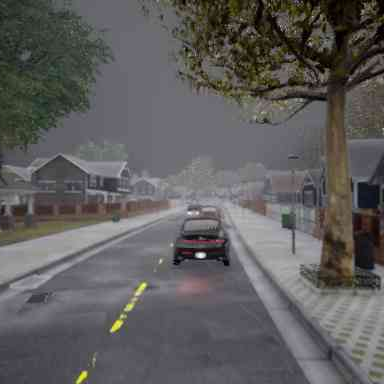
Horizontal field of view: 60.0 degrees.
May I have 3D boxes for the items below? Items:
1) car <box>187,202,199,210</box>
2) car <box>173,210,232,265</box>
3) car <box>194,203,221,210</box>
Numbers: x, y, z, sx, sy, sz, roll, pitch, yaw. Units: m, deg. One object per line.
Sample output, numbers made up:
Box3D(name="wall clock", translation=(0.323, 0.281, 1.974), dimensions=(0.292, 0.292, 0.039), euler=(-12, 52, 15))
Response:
Box3D(name="car", translation=(0.383, 2.189, 48.806), dimensions=(2.033, 1.411, 5.357), euler=(0, -1, 5))
Box3D(name="car", translation=(0.403, 1.654, 12.320), dimensions=(1.837, 1.490, 4.892), euler=(0, 0, 3))
Box3D(name="car", translation=(1.508, 1.869, 27.964), dimensions=(1.812, 1.442, 4.674), euler=(0, -1, 5))
